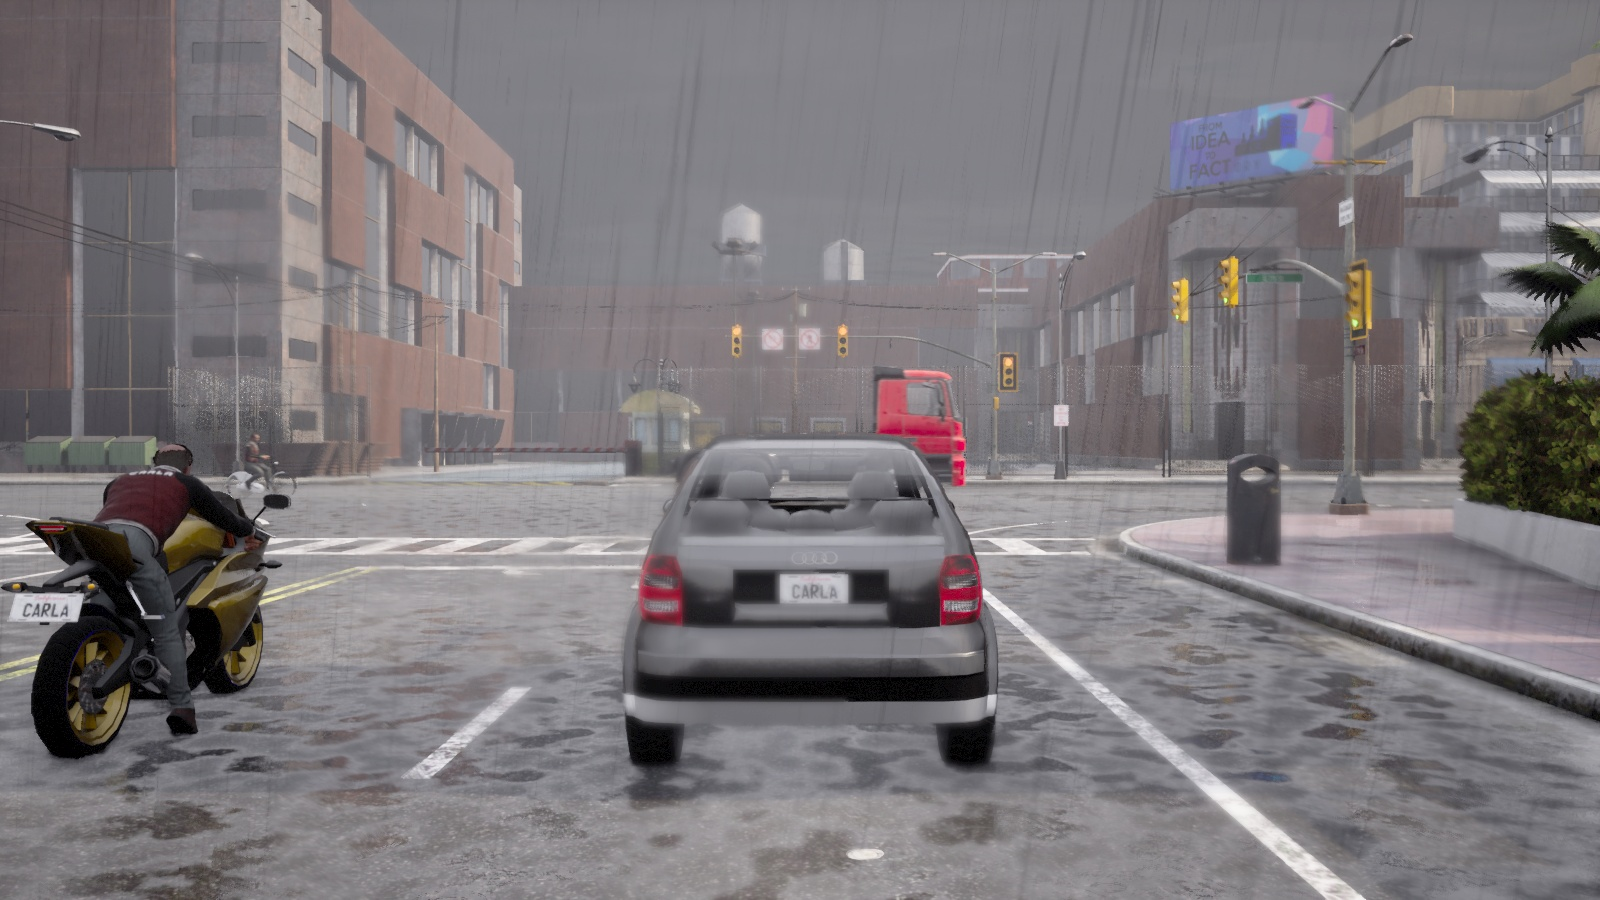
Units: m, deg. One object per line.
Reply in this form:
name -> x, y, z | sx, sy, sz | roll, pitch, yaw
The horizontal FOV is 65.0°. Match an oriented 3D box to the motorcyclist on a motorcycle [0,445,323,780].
motorcyclist on a motorcycle -> -3.454, 0.740, 6.842 | 0.866, 1.530, 2.191 | 0, 0, 0

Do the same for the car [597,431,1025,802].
car -> 0.051, 0.685, 7.106 | 1.789, 1.549, 3.705 | 0, 0, 0

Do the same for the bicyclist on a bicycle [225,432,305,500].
bicyclist on a bicycle -> -14.204, 0.417, 33.351 | 1.843, 1.776, 0.659 | 0, 0, 1

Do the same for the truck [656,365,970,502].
truck -> 0.336, -0.422, 33.151 | 7.936, 3.462, 2.891 | 0, 0, 1
